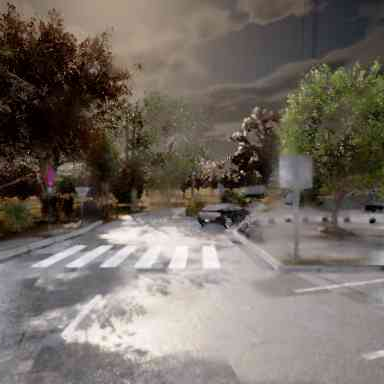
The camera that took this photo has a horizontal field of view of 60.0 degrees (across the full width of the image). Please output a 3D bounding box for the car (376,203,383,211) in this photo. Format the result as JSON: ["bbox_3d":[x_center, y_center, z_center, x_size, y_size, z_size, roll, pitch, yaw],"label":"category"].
[{"bbox_3d":[5.400,1.233,4.046,5.566,2.045,2.435,1,0,-20],"label":"car"}]

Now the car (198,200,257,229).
[{"bbox_3d":[2.236,1.486,21.843,2.128,1.511,4.902,-1,0,33],"label":"car"}]

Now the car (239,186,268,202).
[{"bbox_3d":[6.938,0.357,42.291,5.566,2.045,2.150,-5,2,-19],"label":"car"}]

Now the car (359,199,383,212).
[{"bbox_3d":[21.008,1.517,37.078,2.163,1.488,4.792,0,-1,-21],"label":"car"}]
